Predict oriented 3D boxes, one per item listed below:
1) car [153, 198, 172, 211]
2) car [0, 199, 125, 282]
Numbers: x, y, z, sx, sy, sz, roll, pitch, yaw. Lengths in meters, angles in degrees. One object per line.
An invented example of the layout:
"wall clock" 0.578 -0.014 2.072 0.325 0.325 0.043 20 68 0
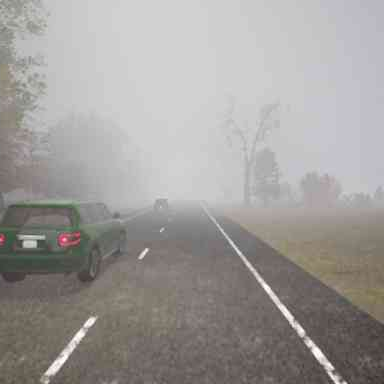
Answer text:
"car" -3.516 1.477 39.826 1.837 1.490 4.892 0 0 0
"car" -3.505 1.219 9.873 2.150 2.045 5.566 0 0 0
